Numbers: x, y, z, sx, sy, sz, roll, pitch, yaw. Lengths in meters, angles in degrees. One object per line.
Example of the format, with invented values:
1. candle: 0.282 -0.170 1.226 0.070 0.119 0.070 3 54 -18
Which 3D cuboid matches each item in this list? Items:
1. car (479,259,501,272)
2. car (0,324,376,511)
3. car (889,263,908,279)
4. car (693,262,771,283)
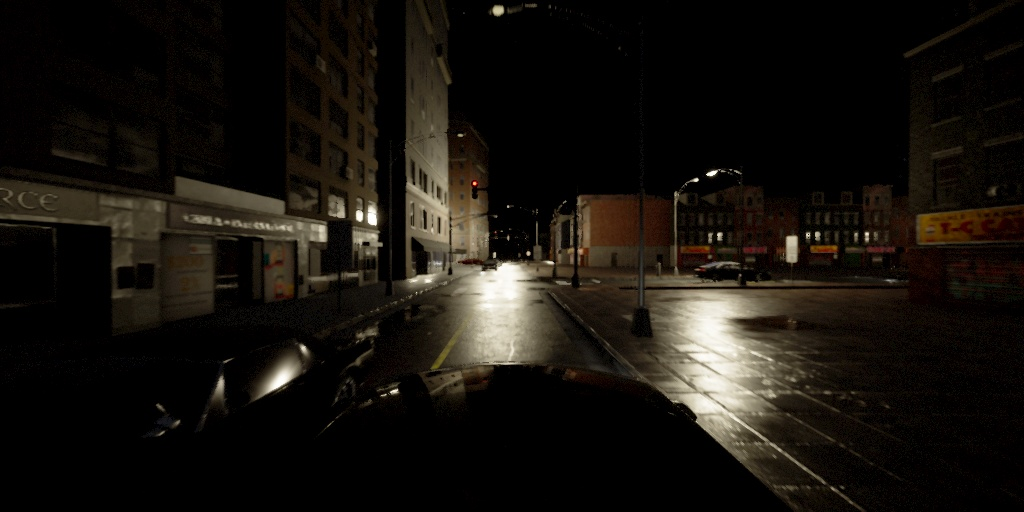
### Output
1. car: -2.826 1.195 46.049 1.882 1.535 5.008 0 0 0
2. car: -2.839 1.350 2.800 1.895 1.301 4.718 0 0 0
3. car: 32.442 0.954 28.001 4.553 1.767 2.097 0 0 0
4. car: 15.329 1.165 25.059 4.902 1.511 2.128 0 0 1
